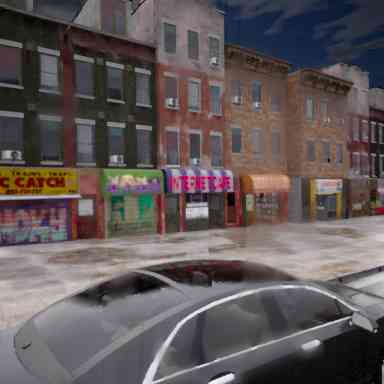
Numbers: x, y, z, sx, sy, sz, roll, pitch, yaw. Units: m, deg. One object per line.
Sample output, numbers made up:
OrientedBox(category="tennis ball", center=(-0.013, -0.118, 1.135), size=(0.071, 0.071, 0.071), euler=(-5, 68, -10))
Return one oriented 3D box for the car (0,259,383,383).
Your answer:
OrientedBox(category="car", center=(0.457, 1.503, 3.483), size=(4.892, 1.490, 1.837), euler=(0, 0, -36))
